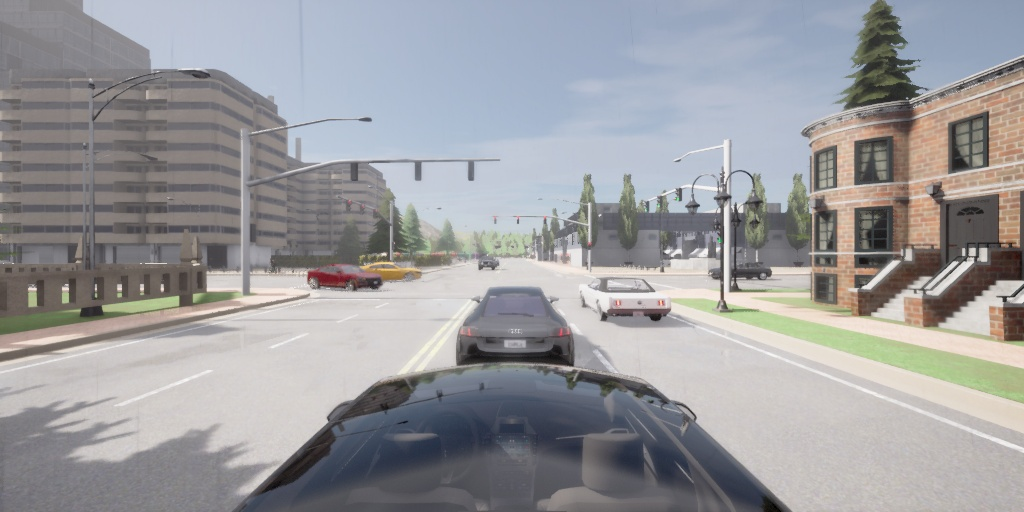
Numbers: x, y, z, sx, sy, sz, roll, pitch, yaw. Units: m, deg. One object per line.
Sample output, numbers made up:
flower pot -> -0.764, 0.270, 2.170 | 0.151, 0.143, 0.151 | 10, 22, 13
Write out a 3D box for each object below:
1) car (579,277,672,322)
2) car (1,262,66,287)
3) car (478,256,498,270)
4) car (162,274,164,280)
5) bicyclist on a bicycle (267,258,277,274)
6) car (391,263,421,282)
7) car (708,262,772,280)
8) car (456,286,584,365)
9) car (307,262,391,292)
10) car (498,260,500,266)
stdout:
car -> 3.581, 1.351, 12.346 | 1.895, 1.301, 4.718 | 0, 0, 0
car -> -30.061, 1.297, 23.264 | 5.357, 1.411, 2.033 | 0, 0, 0
car -> -3.591, 0.971, 51.968 | 2.150, 2.045, 5.566 | 0, 0, 0
car -> -26.120, 1.241, 26.762 | 4.902, 1.511, 2.128 | 0, 0, 0
bicyclist on a bicycle -> -25.251, 1.052, 37.744 | 0.582, 1.620, 1.656 | 0, 0, 0
car -> -9.611, 1.227, 27.782 | 5.008, 1.535, 1.882 | 0, 1, -14
car -> 19.085, 1.255, 30.136 | 4.892, 1.490, 1.837 | 0, 0, -1
car -> 0.063, 1.314, 7.497 | 1.994, 1.385, 4.181 | 0, 0, 0
car -> -9.792, 1.227, 21.051 | 5.008, 1.535, 1.882 | 0, -1, 27
car -> -3.570, 1.314, 61.941 | 1.994, 1.385, 4.181 | 0, 0, 0
